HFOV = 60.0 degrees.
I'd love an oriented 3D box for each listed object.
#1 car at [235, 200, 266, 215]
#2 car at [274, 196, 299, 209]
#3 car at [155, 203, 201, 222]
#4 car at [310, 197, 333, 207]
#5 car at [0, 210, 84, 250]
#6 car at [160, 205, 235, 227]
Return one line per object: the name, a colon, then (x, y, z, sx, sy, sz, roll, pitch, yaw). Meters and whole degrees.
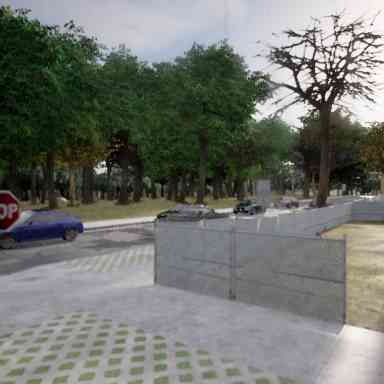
car: (5.643, 1.448, 32.338, 1.994, 1.385, 4.181, 2, 2, 35)
car: (11.588, 1.253, 40.534, 1.812, 1.442, 4.674, 2, 2, 36)
car: (-0.315, 1.543, 24.040, 2.033, 1.411, 5.357, 2, 1, 36)
car: (16.668, 1.291, 42.687, 1.994, 1.385, 4.181, 2, 2, 36)
car: (-7.015, 1.535, 14.689, 1.812, 1.442, 4.674, 2, 1, 36)
car: (0.484, 1.686, 20.096, 1.895, 1.301, 4.718, 2, 1, 36)
